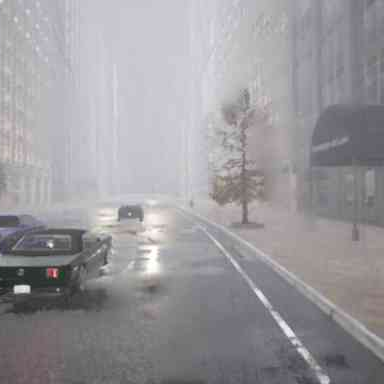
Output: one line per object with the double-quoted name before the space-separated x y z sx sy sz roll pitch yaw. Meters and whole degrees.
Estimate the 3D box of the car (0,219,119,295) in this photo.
"car" -3.394 1.608 8.708 1.895 1.301 4.718 0 0 -2

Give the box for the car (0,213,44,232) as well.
"car" -7.014 1.536 12.602 1.812 1.442 4.674 0 0 -3

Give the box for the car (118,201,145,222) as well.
"car" -4.865 1.495 26.968 1.882 1.535 5.008 0 0 -6
